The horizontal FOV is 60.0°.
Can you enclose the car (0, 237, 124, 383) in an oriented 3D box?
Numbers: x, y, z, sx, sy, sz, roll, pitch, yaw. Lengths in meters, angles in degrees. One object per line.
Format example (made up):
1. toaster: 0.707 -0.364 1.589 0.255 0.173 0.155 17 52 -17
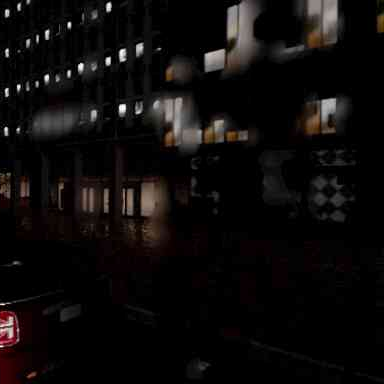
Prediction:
1. car: -2.984 1.415 4.990 4.097 1.590 1.967 0 1 35
